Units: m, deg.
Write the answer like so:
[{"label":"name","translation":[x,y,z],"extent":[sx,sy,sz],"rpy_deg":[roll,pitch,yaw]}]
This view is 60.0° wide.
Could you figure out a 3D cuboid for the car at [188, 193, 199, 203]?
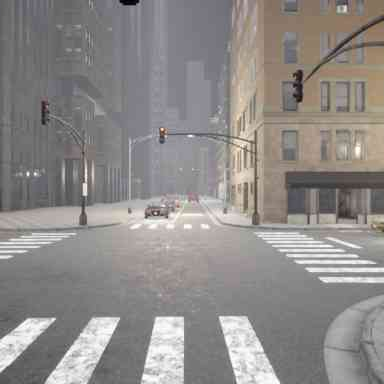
[{"label":"car","translation":[0.310,1.203,70.299],"extent":[2.150,2.045,5.566],"rpy_deg":[0,0,0]}]

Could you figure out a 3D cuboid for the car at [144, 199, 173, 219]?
[{"label":"car","translation":[-3.000,1.574,29.467],"extent":[1.994,1.385,4.181],"rpy_deg":[0,0,0]}]

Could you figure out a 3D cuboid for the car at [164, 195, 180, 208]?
[{"label":"car","translation":[-2.923,1.369,49.220],"extent":[2.097,1.767,4.553],"rpy_deg":[0,0,0]}]

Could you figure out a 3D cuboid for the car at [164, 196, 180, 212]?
[{"label":"car","translation":[-2.962,1.506,39.321],"extent":[2.128,1.511,4.902],"rpy_deg":[0,0,0]}]

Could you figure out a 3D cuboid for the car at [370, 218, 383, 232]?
[{"label":"car","translation":[12.173,1.519,17.782],"extent":[4.829,1.417,1.752],"rpy_deg":[0,0,-1]}]
